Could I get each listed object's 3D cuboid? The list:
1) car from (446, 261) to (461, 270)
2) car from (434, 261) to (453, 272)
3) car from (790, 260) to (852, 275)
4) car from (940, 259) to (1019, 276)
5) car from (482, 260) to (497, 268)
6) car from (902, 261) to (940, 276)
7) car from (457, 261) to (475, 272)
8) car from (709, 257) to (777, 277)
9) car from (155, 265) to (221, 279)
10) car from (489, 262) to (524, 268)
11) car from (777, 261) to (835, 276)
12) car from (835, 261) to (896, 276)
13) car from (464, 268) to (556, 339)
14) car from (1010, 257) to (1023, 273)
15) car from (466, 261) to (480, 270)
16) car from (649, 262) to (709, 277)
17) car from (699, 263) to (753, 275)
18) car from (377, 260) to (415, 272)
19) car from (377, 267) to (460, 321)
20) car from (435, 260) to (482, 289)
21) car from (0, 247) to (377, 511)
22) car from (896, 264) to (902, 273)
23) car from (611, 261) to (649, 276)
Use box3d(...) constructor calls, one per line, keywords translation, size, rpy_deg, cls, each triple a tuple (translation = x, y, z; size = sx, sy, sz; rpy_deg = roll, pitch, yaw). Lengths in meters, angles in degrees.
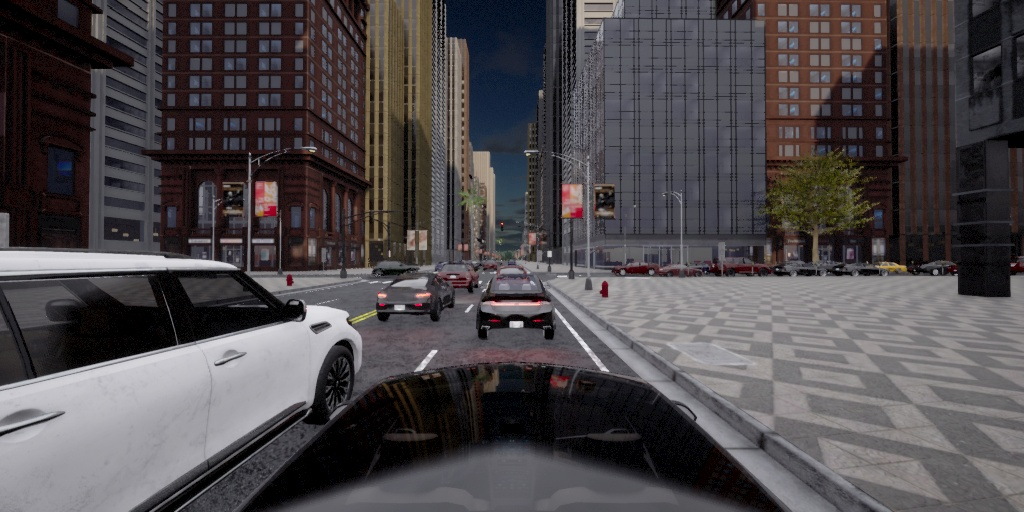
box3d(translation=(-9.873, 1.557, 60.833), size=(1.812, 1.442, 4.674), rpy_deg=(0, 0, 0), cls="car")
box3d(translation=(-9.876, 1.495, 51.910), size=(1.812, 1.442, 4.674), rpy_deg=(0, 0, 0), cls="car")
box3d(translation=(33.566, 1.251, 38.998), size=(4.902, 1.511, 2.128), rpy_deg=(0, -1, -1), cls="car")
box3d(translation=(43.481, 1.214, 33.395), size=(4.507, 1.381, 1.888), rpy_deg=(0, 0, -1), cls="car")
box3d(translation=(-3.235, 1.354, 56.764), size=(2.097, 1.767, 4.553), rpy_deg=(0, 0, 0), cls="car")
box3d(translation=(42.828, 1.206, 36.010), size=(4.892, 1.490, 1.837), rpy_deg=(0, -1, -1), cls="car")
box3d(translation=(-6.636, 1.463, 52.188), size=(2.128, 1.511, 4.902), rpy_deg=(0, 0, 0), cls="car")
box3d(translation=(20.931, 1.041, 33.027), size=(5.009, 1.841, 2.192), rpy_deg=(0, 0, -1), cls="car")
box3d(translation=(-31.504, 1.568, 34.930), size=(4.718, 1.301, 1.895), rpy_deg=(0, -1, 0), cls="car")
box3d(translation=(-0.014, 1.260, 19.567), size=(1.882, 1.535, 5.008), rpy_deg=(0, 0, 0), cls="car")
box3d(translation=(26.568, 1.275, 33.118), size=(4.313, 1.339, 1.948), rpy_deg=(0, 0, -1), cls="car")
box3d(translation=(32.205, 1.260, 33.210), size=(4.313, 1.339, 1.948), rpy_deg=(0, 0, -1), cls="car")
box3d(translation=(0.093, 1.248, 10.066), size=(2.128, 1.511, 4.902), rpy_deg=(0, 0, 0), cls="car")
box3d(translation=(49.119, 0.973, 33.486), size=(5.009, 1.841, 2.192), rpy_deg=(0, 0, -1), cls="car")
box3d(translation=(-6.623, 1.561, 61.287), size=(1.812, 1.442, 4.674), rpy_deg=(0, 0, 0), cls="car")
box3d(translation=(15.292, 1.327, 32.935), size=(4.207, 1.307, 1.802), rpy_deg=(0, 0, -1), cls="car")
box3d(translation=(23.155, 1.389, 38.835), size=(4.718, 1.301, 1.895), rpy_deg=(0, -1, -1), cls="car")
box3d(translation=(-11.646, 1.226, 36.069), size=(4.553, 1.767, 2.097), rpy_deg=(0, 0, -17), cls="car")
box3d(translation=(-3.158, 1.288, 12.376), size=(1.812, 1.442, 4.674), rpy_deg=(0, 0, 0), cls="car")
box3d(translation=(-3.164, 1.142, 21.356), size=(2.097, 1.767, 4.553), rpy_deg=(0, 0, 0), cls="car")
box3d(translation=(-3.155, 0.972, 2.597), size=(2.150, 2.045, 5.566), rpy_deg=(0, 0, 0), cls="car")
box3d(translation=(43.178, 1.295, 41.915), size=(4.829, 1.417, 1.751), rpy_deg=(0, 0, -1), cls="car")
box3d(translation=(13.238, 1.299, 38.687), size=(5.008, 1.535, 1.882), rpy_deg=(0, -1, -2), cls="car")
